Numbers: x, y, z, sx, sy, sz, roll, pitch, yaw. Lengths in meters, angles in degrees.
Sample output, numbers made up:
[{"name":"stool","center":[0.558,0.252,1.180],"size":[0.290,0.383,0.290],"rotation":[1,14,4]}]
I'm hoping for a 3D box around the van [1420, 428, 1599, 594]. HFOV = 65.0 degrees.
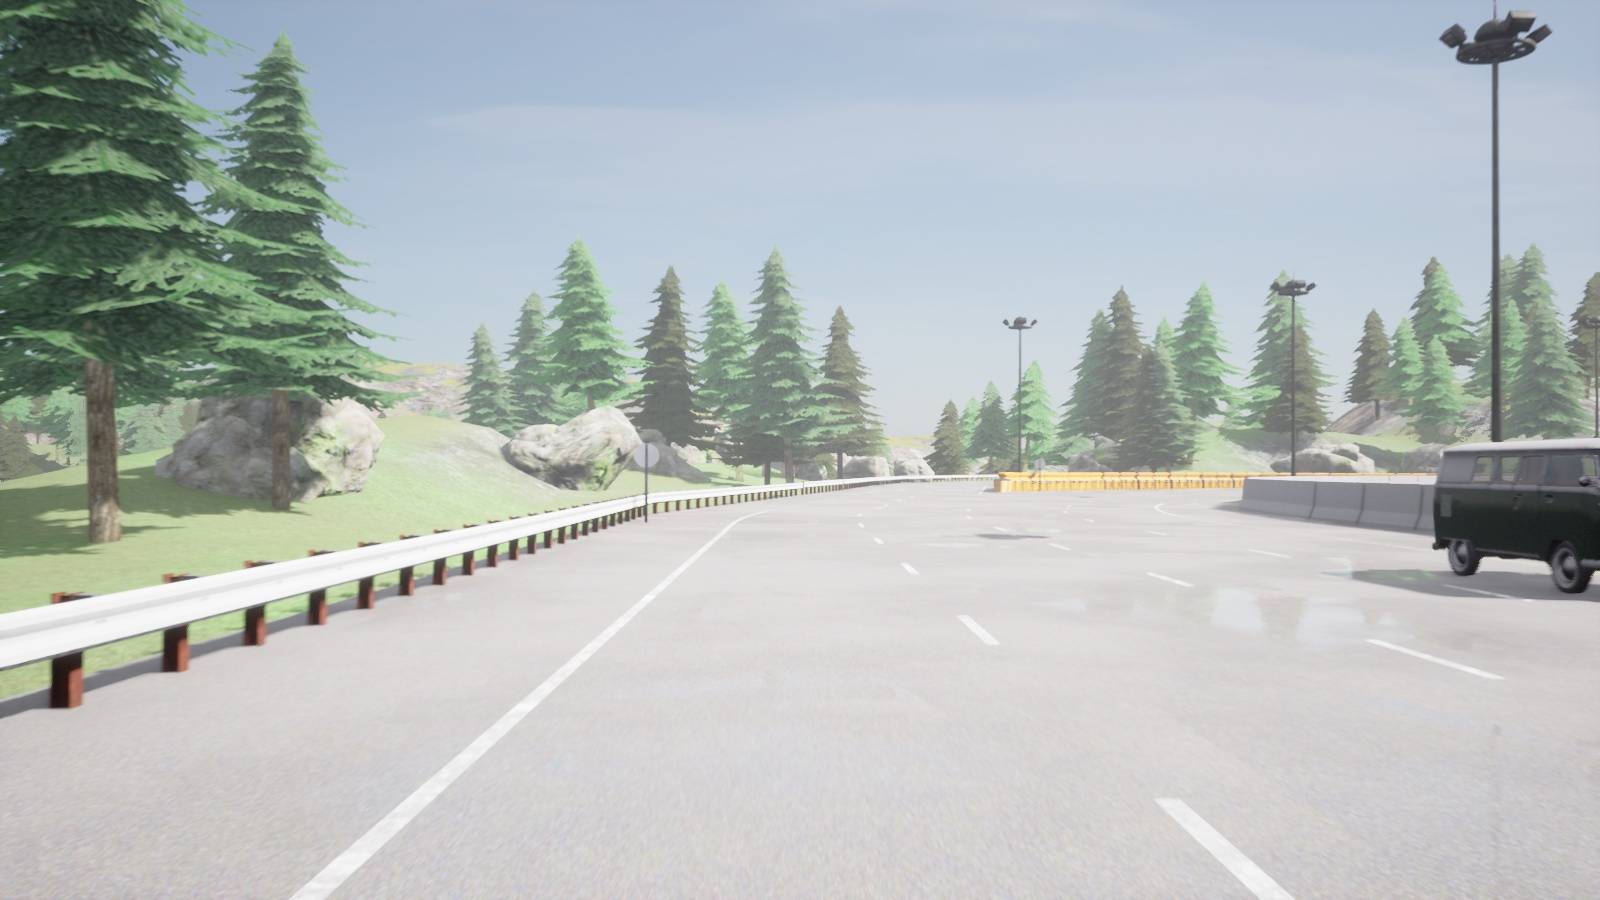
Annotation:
[{"name":"van","center":[10.457,0.759,17.133],"size":[1.775,1.987,4.442],"rotation":[0,-1,0]}]
